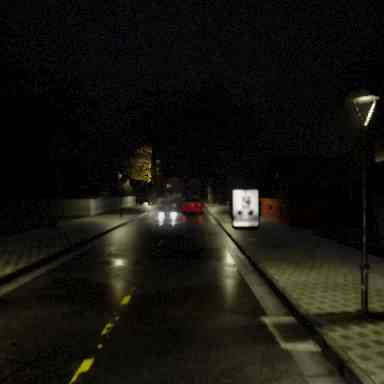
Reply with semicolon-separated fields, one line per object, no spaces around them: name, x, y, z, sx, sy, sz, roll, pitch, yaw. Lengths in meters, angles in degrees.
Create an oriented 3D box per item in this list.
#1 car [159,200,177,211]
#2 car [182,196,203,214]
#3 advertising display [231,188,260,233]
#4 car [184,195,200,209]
car;-2.844;1.590;40.052;1.895;1.301;4.718;0;0;0
car;0.061;1.343;34.932;2.097;1.767;4.553;0;0;1
advertising display;2.996;1.023;18.625;1.540;2.440;0.280;-1;-1;0
car;0.025;1.337;46.839;2.097;1.767;4.553;0;0;0
